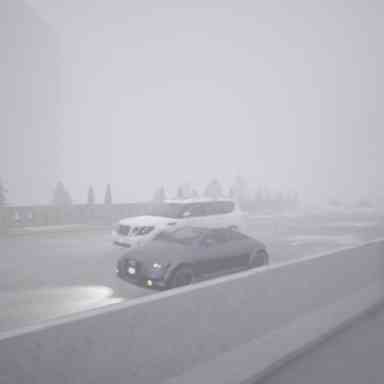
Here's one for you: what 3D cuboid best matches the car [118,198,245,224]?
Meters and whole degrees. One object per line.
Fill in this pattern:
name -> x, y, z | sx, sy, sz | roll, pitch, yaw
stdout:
car -> -0.277, 1.259, 12.925 | 5.566, 2.045, 2.150 | 0, 0, -41

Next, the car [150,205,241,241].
car -> 0.313, 1.542, 18.194 | 4.902, 1.511, 2.128 | 0, 0, -44

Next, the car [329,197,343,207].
car -> 23.489, 1.544, 54.369 | 1.882, 1.535, 5.008 | 0, 0, 19

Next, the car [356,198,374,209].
car -> 24.644, 1.607, 47.529 | 1.994, 1.385, 4.181 | 0, 0, 23

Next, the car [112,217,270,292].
car -> 0.169, 1.589, 8.798 | 4.181, 1.385, 1.994 | 0, 0, -40
